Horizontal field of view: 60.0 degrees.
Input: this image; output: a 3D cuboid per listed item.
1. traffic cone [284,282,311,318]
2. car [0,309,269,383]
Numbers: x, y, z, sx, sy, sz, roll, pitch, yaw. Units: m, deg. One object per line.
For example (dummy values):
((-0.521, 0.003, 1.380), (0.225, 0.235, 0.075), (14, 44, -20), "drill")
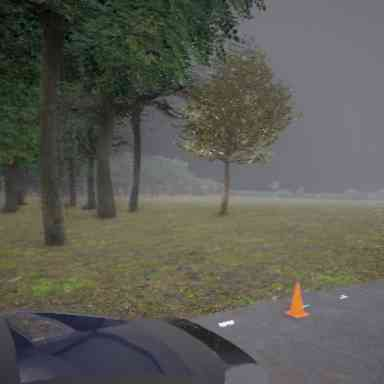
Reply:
((1.940, 1.955, 6.125), (0.340, 0.580, 0.340), (1, 0, -30), "traffic cone")
((-1.716, 1.466, 1.248), (4.902, 1.511, 2.128), (1, 0, -35), "car")
